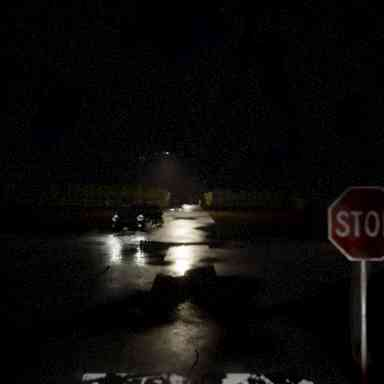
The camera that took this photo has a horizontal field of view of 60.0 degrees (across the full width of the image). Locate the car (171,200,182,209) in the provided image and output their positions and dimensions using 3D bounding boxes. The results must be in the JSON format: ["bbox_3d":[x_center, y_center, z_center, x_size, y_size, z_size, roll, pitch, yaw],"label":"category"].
[{"bbox_3d":[-2.657,2.156,57.744,2.033,1.411,5.357,0,-1,0],"label":"car"}]

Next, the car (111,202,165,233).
[{"bbox_3d":[-3.322,1.534,21.198,2.097,1.767,4.553,-1,-1,13],"label":"car"}]
